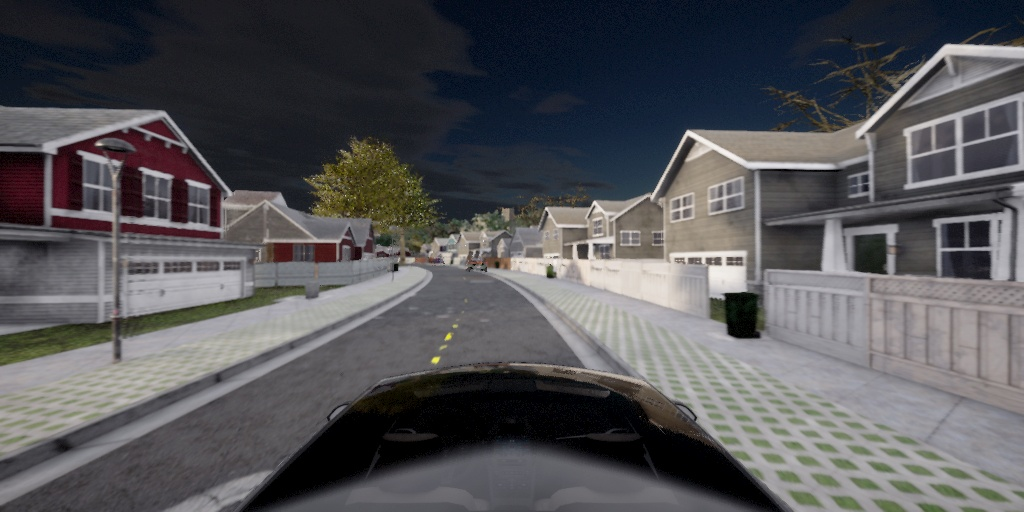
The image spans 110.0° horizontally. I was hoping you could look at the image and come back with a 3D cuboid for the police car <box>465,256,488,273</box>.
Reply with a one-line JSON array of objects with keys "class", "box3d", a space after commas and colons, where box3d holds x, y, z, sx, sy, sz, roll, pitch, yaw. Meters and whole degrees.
[{"class": "police car", "box3d": [-3.592, 0.818, 35.661, 2.038, 1.542, 4.974, 0, 0, -12]}]
